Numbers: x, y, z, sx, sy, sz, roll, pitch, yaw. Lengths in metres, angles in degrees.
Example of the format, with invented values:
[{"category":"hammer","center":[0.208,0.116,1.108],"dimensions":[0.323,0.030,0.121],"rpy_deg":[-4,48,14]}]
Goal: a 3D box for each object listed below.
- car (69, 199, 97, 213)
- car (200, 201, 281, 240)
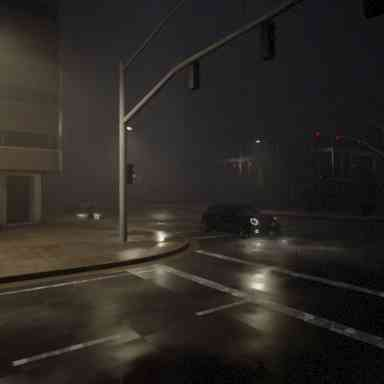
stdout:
[{"category":"car","center":[-12.480,1.532,37.998],"dimensions":[1.882,1.535,5.008],"rpy_deg":[0,0,-36]},{"category":"car","center":[2.456,1.398,17.644],"dimensions":[2.097,1.767,4.553],"rpy_deg":[0,0,-36]}]
